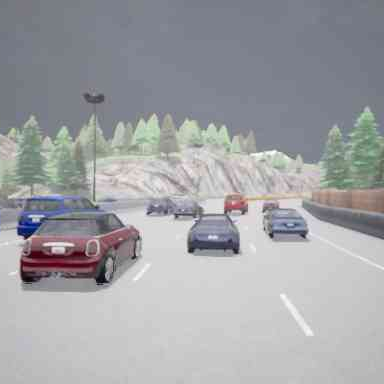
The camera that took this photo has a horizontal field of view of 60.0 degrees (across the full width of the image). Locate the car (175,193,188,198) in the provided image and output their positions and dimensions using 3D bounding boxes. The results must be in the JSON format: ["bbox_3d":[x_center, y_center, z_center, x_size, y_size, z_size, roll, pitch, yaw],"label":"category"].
[{"bbox_3d":[-2.744,1.246,67.184,2.150,2.045,5.566,0,0,25],"label":"car"}]

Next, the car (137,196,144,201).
[{"bbox_3d":[-9.661,1.516,68.793,1.812,1.442,4.674,0,0,23],"label":"car"}]

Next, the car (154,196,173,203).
[{"bbox_3d":[-5.850,1.508,68.747,1.837,1.490,4.892,0,0,23],"label":"car"}]

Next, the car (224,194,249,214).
[{"bbox_3d":[4.778,1.246,35.546,2.150,2.045,5.566,0,0,14],"label":"car"}]

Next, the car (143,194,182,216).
[{"bbox_3d":[-2.882,1.357,33.476,2.097,1.767,4.553,0,0,13],"label":"car"}]

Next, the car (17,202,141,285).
[{"bbox_3d":[-2.918,1.348,9.743,2.097,1.767,4.553,0,0,4],"label":"car"}]

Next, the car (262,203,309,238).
[{"bbox_3d":[4.890,1.566,17.902,2.033,1.411,5.357,0,0,8],"label":"car"}]

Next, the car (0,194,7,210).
[{"bbox_3d":[-15.095,1.324,26.897,2.097,1.767,4.553,0,0,10],"label":"car"}]

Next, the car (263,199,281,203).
[{"bbox_3d":[9.172,1.562,38.300,1.812,1.442,4.674,0,0,16],"label":"car"}]

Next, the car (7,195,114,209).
[{"bbox_3d":[-5.881,1.213,15.875,2.150,2.045,5.566,0,0,7],"label":"car"}]

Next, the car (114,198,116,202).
[{"bbox_3d":[-16.082,1.507,62.487,1.812,1.442,4.674,0,0,21],"label":"car"}]

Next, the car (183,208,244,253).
[{"bbox_3d":[0.941,1.571,13.801,1.994,1.385,4.181,0,0,6],"label":"car"}]

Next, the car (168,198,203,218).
[{"bbox_3d":[-0.224,1.557,29.491,2.033,1.411,5.357,0,0,12],"label":"car"}]
